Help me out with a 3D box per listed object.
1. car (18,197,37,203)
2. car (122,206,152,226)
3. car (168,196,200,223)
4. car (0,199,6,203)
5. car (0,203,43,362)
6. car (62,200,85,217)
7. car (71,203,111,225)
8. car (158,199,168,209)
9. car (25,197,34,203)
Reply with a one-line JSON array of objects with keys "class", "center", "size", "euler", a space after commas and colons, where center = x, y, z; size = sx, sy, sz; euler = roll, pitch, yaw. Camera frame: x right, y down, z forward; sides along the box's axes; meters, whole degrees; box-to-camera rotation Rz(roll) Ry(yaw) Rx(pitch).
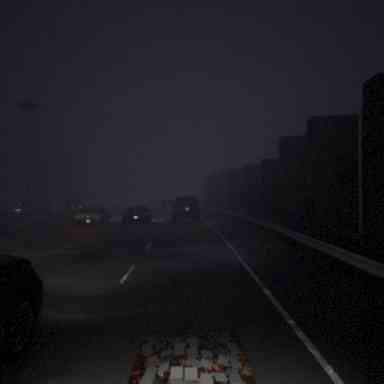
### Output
[{"class": "car", "center": [-26.293, 1.724, 53.240], "size": [2.097, 1.767, 4.553], "euler": [0, 0, -13]}, {"class": "car", "center": [-4.040, 1.706, 24.918], "size": [1.994, 1.385, 4.181], "euler": [0, 0, -4]}, {"class": "car", "center": [-0.618, 1.364, 27.499], "size": [2.150, 2.045, 5.566], "euler": [0, 0, -5]}, {"class": "car", "center": [-35.828, 1.971, 61.440], "size": [1.812, 1.442, 4.674], "euler": [0, 0, -17]}, {"class": "car", "center": [-3.382, 1.251, 2.815], "size": [2.150, 2.045, 5.566], "euler": [0, 0, 0]}, {"class": "car", "center": [-12.087, 1.576, 34.934], "size": [2.097, 1.767, 4.553], "euler": [0, 0, -8]}, {"class": "car", "center": [-7.515, 1.760, 25.685], "size": [1.895, 1.301, 4.718], "euler": [0, 0, -4]}, {"class": "car", "center": [-4.083, 1.780, 50.988], "size": [1.837, 1.490, 4.892], "euler": [1, 0, -12]}, {"class": "car", "center": [-39.010, 1.904, 79.886], "size": [1.837, 1.490, 4.892], "euler": [0, 0, -23]}]
